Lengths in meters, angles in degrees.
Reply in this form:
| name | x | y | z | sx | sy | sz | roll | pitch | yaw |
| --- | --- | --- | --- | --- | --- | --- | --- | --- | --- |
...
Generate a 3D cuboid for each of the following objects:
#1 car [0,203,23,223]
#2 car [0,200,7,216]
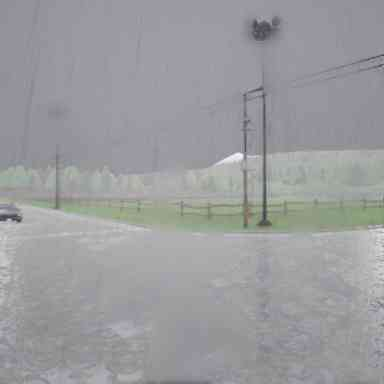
| name | x | y | z | sx | sy | sz | roll | pitch | yaw |
| --- | --- | --- | --- | --- | --- | --- | --- | --- | --- |
| car | -14.061 | 1.528 | 24.919 | 2.033 | 1.411 | 5.357 | 0 | 0 | -36 |
| car | -19.482 | 1.545 | 32.401 | 1.994 | 1.385 | 4.181 | 0 | 0 | -37 |
